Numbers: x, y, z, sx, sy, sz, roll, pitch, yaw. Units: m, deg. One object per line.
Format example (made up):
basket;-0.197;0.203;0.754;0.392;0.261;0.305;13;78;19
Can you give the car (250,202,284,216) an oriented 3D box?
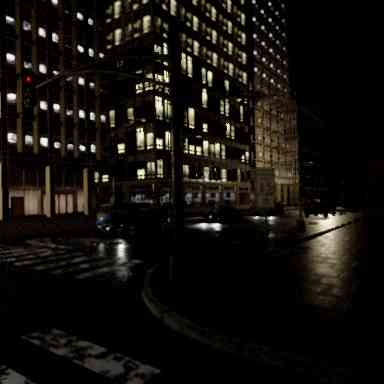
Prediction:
car;8.508;1.796;36.243;1.812;1.442;4.674;-2;-1;36

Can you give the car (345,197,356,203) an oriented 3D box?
car;40.711;2.071;85.623;1.802;1.307;4.206;-2;-2;36

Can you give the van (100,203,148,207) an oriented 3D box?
van;-4.580;1.658;22.474;1.690;1.788;3.998;-2;-1;36

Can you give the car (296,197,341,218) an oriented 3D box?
car;11.931;1.399;31.128;2.192;1.841;5.009;-2;-1;36

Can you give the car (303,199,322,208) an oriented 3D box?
car;21.202;1.932;58.420;1.752;1.417;4.829;-2;-2;36

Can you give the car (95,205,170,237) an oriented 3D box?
car;-3.234;1.738;19.940;1.837;1.490;4.892;-2;-1;33

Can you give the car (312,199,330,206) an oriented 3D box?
car;24.537;1.971;63.069;2.008;1.369;4.403;-2;-2;36

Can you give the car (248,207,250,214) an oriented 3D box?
car;8.264;1.884;40.376;1.752;1.417;4.829;-2;-1;36

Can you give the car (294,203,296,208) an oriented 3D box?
car;18.065;1.835;54.049;1.967;1.590;4.097;-2;-2;36

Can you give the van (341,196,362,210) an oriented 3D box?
van;21.635;1.459;44.661;1.690;1.788;3.998;-2;-2;36

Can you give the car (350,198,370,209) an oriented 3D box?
car;24.876;1.681;49.167;2.008;1.369;4.403;-2;-2;36

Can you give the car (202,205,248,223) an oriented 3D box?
car;2.619;1.815;28.048;1.994;1.385;4.181;-2;-1;36

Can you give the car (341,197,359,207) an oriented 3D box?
car;26.680;1.705;56.124;1.882;1.535;5.008;-2;-1;35

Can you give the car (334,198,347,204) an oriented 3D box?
car;34.241;2.012;76.602;2.008;1.369;4.403;-2;-2;36
